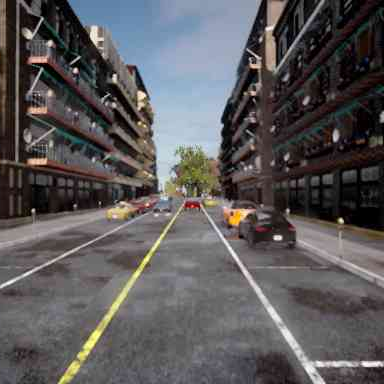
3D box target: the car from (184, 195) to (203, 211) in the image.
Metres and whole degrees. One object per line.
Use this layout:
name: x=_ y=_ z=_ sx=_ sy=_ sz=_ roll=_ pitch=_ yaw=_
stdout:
car: x=0.063 y=1.434 z=40.608 sx=1.882 sy=1.535 sz=5.008 roll=0 pitch=0 yaw=0

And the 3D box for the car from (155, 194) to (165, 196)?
car: x=-5.688 y=1.263 z=49.884 sx=2.192 sy=1.841 sz=5.009 roll=1 pitch=0 yaw=0

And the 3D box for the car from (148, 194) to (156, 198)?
car: x=-5.687 y=1.398 z=38.561 sx=1.967 sy=1.590 sz=4.097 roll=1 pitch=0 yaw=0

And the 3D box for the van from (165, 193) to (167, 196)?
van: x=-5.690 y=1.284 z=55.545 sx=1.690 sy=1.788 sz=3.998 roll=1 pitch=0 yaw=0

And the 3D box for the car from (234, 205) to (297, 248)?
car: x=3.144 y=1.509 z=14.470 sx=1.812 sy=1.442 sz=4.674 roll=0 pitch=0 yaw=0

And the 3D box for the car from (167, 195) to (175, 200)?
car: x=-5.702 y=1.487 z=89.516 sx=1.947 sy=1.339 sz=4.313 roll=1 pitch=0 yaw=0

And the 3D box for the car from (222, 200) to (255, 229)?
car: x=3.106 y=1.328 z=21.441 sx=2.097 sy=1.767 sz=4.553 roll=0 pitch=0 yaw=0

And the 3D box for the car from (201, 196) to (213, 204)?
car: x=2.693 y=1.505 z=61.171 sx=1.947 sy=1.339 sz=4.313 roll=1 pitch=0 yaw=0

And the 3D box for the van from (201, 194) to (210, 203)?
van: x=2.674 y=1.275 z=66.832 sx=1.690 sy=1.788 sz=3.998 roll=1 pitch=0 yaw=0

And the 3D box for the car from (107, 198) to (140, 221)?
car: x=-5.686 y=1.494 z=27.068 sx=1.752 sy=1.417 sz=4.829 roll=1 pitch=0 yaw=0

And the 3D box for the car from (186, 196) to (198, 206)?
car: x=0.006 y=1.470 z=53.813 sx=1.812 sy=1.442 sz=4.674 roll=0 pitch=0 yaw=1

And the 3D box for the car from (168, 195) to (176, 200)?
car: x=-5.703 y=1.469 z=95.177 sx=2.008 sy=1.369 sz=4.403 roll=1 pitch=0 yaw=0

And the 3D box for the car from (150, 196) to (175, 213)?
car: x=-3.105 y=1.507 z=36.560 sx=2.033 sy=1.411 sz=5.357 roll=0 pitch=0 yaw=0

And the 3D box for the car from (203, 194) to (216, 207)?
car: x=2.690 y=1.473 z=50.017 sx=1.752 sy=1.417 sz=4.829 roll=1 pitch=0 yaw=0

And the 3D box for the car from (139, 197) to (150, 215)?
car: x=-5.687 y=1.508 z=32.898 sx=1.887 sy=1.381 sz=4.507 roll=1 pitch=0 yaw=0

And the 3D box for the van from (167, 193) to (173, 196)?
van: x=-5.694 y=1.271 z=72.530 sx=1.690 sy=1.788 sz=3.998 roll=1 pitch=0 yaw=0
